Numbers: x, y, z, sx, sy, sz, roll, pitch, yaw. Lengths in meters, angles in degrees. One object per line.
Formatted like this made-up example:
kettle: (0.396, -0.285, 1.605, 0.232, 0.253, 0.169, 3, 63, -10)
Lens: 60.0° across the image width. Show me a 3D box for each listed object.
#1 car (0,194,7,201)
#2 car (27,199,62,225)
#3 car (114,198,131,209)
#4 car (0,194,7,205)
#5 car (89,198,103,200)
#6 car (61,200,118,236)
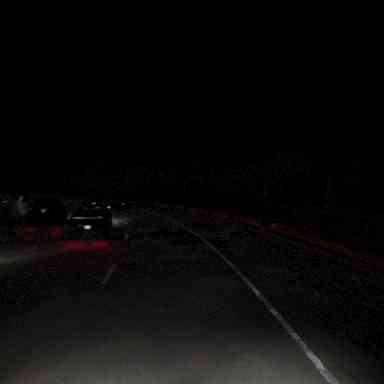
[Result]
car: (-42.917, 1.229, 75.159, 1.812, 1.442, 4.674, 0, 0, -29)
car: (-10.251, 1.273, 23.846, 2.097, 1.767, 4.553, 0, 0, -14)
car: (-9.045, 1.405, 41.730, 1.994, 1.385, 4.181, 0, 0, -23)
car: (-23.817, 1.372, 40.123, 2.128, 1.511, 4.902, 0, 0, -26)
car: (-10.428, 1.361, 35.983, 2.128, 1.511, 4.902, 0, 0, -20)
car: (-5.358, 1.426, 18.006, 2.128, 1.511, 4.902, 0, 0, -11)
